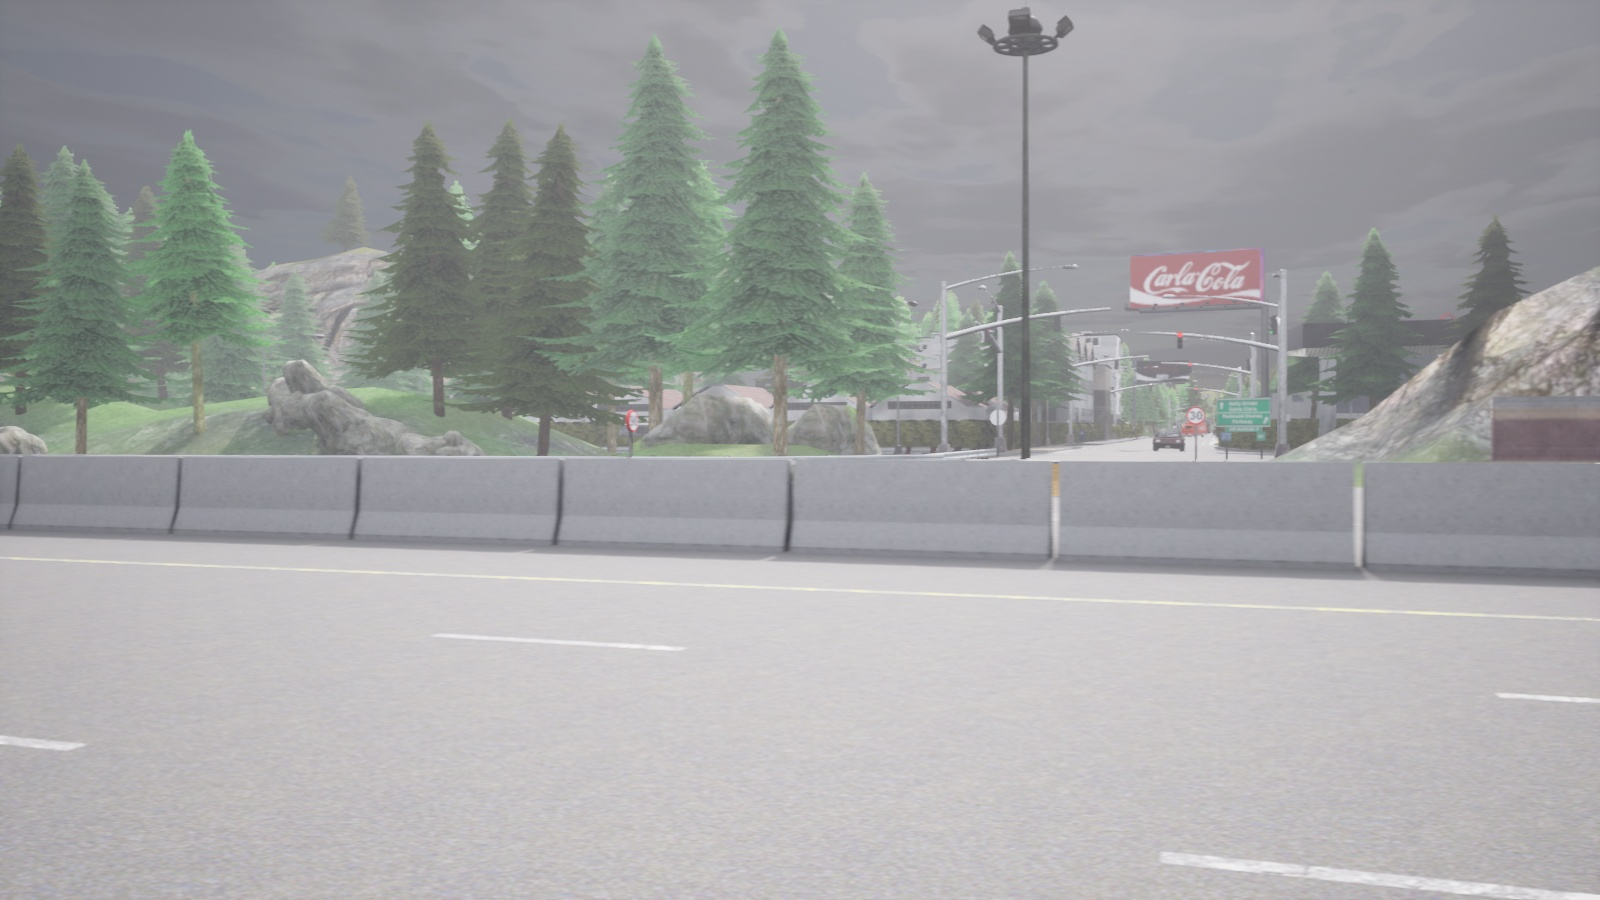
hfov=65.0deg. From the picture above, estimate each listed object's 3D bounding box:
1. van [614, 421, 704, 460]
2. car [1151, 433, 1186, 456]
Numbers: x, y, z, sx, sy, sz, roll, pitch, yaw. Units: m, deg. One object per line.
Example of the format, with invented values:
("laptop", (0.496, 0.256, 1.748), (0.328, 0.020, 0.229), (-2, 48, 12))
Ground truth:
("van", (-7.522, -0.528, 67.122), (4.442, 1.987, 1.775), (1, 1, 19))
("car", (23.154, -0.360, 78.877), (1.895, 1.301, 4.718), (2, 1, 18))
